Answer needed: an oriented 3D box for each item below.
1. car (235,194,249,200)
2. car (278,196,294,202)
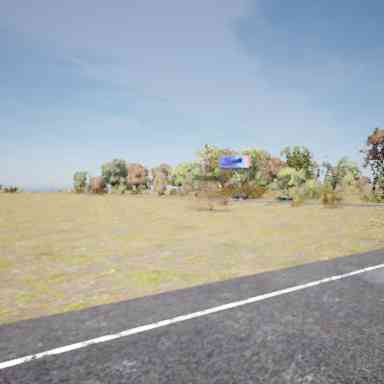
[{"bbox_3d":[11.690,1.159,80.813,1.837,1.490,4.892,0,0,-34],"label":"car"},{"bbox_3d":[19.315,1.413,69.403,1.895,1.301,4.718,0,0,-34],"label":"car"}]
